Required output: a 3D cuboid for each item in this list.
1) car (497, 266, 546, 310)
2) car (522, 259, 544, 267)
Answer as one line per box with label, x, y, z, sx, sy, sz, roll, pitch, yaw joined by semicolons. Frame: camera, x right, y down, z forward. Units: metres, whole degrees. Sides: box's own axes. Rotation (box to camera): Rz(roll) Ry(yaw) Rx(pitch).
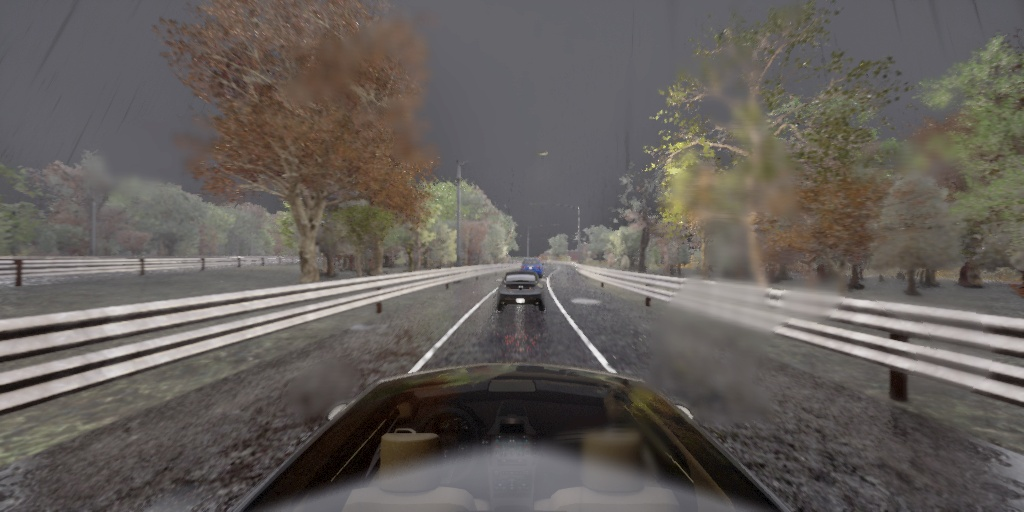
car;0.408;1.380;15.477;1.837;1.490;4.892;0;0;2
car;2.178;1.323;38.067;2.150;2.045;5.566;0;0;7
